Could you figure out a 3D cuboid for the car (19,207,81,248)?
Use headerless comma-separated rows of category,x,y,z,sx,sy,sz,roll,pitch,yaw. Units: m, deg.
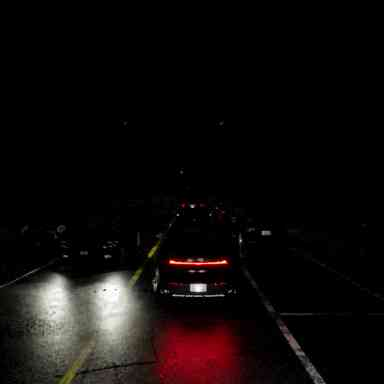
car,-5.752,1.439,14.487,1.967,1.590,4.097,-1,0,0

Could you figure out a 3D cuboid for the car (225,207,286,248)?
car,2.774,1.564,14.473,1.947,1.339,4.313,-1,0,0

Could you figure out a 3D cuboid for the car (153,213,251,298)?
car,0.116,1.503,8.504,1.837,1.490,4.892,0,0,0

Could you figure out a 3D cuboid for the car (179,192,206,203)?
car,0.046,1.221,28.496,2.150,2.045,5.566,0,0,0

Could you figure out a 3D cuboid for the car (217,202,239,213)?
car,2.783,1.543,19.978,1.887,1.381,4.507,-1,0,0

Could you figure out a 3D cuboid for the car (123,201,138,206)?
car,-5.732,1.550,25.498,2.008,1.369,4.403,-1,0,0

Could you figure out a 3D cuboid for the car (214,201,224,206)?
car,2.793,1.544,25.483,1.887,1.381,4.507,-1,0,0

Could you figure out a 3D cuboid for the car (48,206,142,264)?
car,-3.076,1.476,11.989,1.882,1.535,5.008,0,0,0

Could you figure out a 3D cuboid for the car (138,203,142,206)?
car,-5.723,1.544,31.003,1.887,1.381,4.507,-1,0,0

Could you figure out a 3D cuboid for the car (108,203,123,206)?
car,-5.742,1.564,19.993,1.947,1.339,4.313,-1,0,0

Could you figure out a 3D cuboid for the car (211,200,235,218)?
car,2.802,1.544,30.989,1.887,1.381,4.507,-1,0,0

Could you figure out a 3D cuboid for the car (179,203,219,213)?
car,0.123,1.546,18.241,2.033,1.411,5.357,0,0,0
